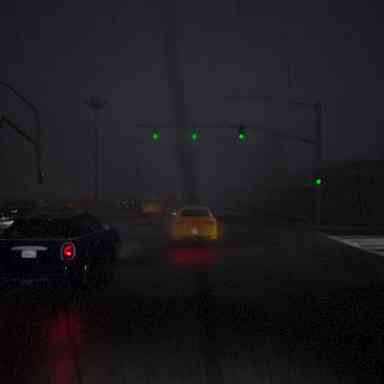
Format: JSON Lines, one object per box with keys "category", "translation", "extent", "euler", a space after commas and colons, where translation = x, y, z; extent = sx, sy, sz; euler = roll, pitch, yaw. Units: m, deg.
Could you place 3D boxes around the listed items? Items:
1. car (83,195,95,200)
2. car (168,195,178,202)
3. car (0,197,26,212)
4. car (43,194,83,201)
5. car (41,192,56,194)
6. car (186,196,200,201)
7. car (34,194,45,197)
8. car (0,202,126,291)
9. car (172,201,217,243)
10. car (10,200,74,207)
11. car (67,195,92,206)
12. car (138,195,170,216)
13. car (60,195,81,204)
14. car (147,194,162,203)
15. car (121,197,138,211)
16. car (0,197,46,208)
{"category": "car", "translation": [-13.989, 1.392, 46.387], "extent": [1.895, 1.301, 4.718], "euler": [0, 0, 0]}
{"category": "car", "translation": [-3.483, 1.209, 59.439], "extent": [1.882, 1.535, 5.008], "euler": [0, 1, 0]}
{"category": "car", "translation": [-21.004, 1.323, 37.464], "extent": [2.128, 1.511, 4.902], "euler": [0, 0, 0]}
{"category": "car", "translation": [-14.037, 1.313, 36.411], "extent": [1.882, 1.535, 5.008], "euler": [0, 0, 0]}
{"category": "car", "translation": [-20.989, 1.008, 47.376], "extent": [2.150, 2.045, 5.566], "euler": [0, 0, 0]}
{"category": "car", "translation": [0.108, 1.437, 36.224], "extent": [1.895, 1.301, 4.718], "euler": [0, 0, 0]}
{"category": "car", "translation": [-17.490, 1.303, 41.916], "extent": [2.128, 1.511, 4.902], "euler": [0, 0, 0]}
{"category": "car", "translation": [-3.398, 1.310, 9.067], "extent": [2.097, 1.767, 4.553], "euler": [0, 0, 0]}
{"category": "car", "translation": [0.104, 1.406, 15.643], "extent": [1.882, 1.535, 5.008], "euler": [0, 0, 0]}
{"category": "car", "translation": [-6.896, 1.400, 17.019], "extent": [1.882, 1.535, 5.008], "euler": [0, 0, 0]}
{"category": "car", "translation": [-17.488, 1.257, 51.999], "extent": [2.128, 1.511, 4.902], "euler": [0, 0, 0]}
{"category": "car", "translation": [-3.392, 1.339, 30.612], "extent": [1.882, 1.535, 5.008], "euler": [0, 0, 0]}
{"category": "car", "translation": [-20.986, 1.266, 57.584], "extent": [1.812, 1.442, 4.674], "euler": [0, 0, 0]}
{"category": "car", "translation": [-6.951, 1.210, 62.402], "extent": [2.128, 1.511, 4.902], "euler": [0, 0, 1]}
{"category": "car", "translation": [-6.892, 1.320, 37.920], "extent": [2.128, 1.511, 4.902], "euler": [0, 0, 0]}
{"category": "car", "translation": [-14.045, 1.383, 27.094], "extent": [1.837, 1.490, 4.892], "euler": [0, 0, -1]}
